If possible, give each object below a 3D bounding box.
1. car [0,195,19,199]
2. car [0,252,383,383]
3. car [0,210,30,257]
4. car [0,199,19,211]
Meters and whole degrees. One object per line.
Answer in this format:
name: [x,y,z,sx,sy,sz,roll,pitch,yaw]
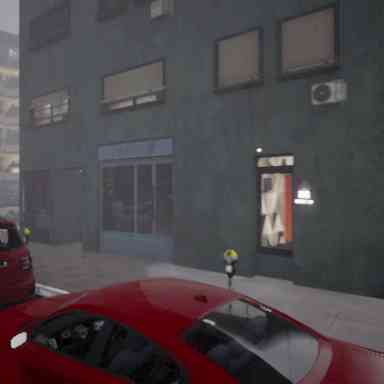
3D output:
car: [-18.032,1.271,31.525,2.192,1.841,5.009,1,1,35]
car: [-0.529,1.560,3.233,4.507,1.381,1.887,-1,0,35]
car: [-5.053,1.371,6.412,5.009,1.841,2.192,-1,0,35]
car: [-17.135,1.589,28.288,1.895,1.301,4.718,0,1,34]
